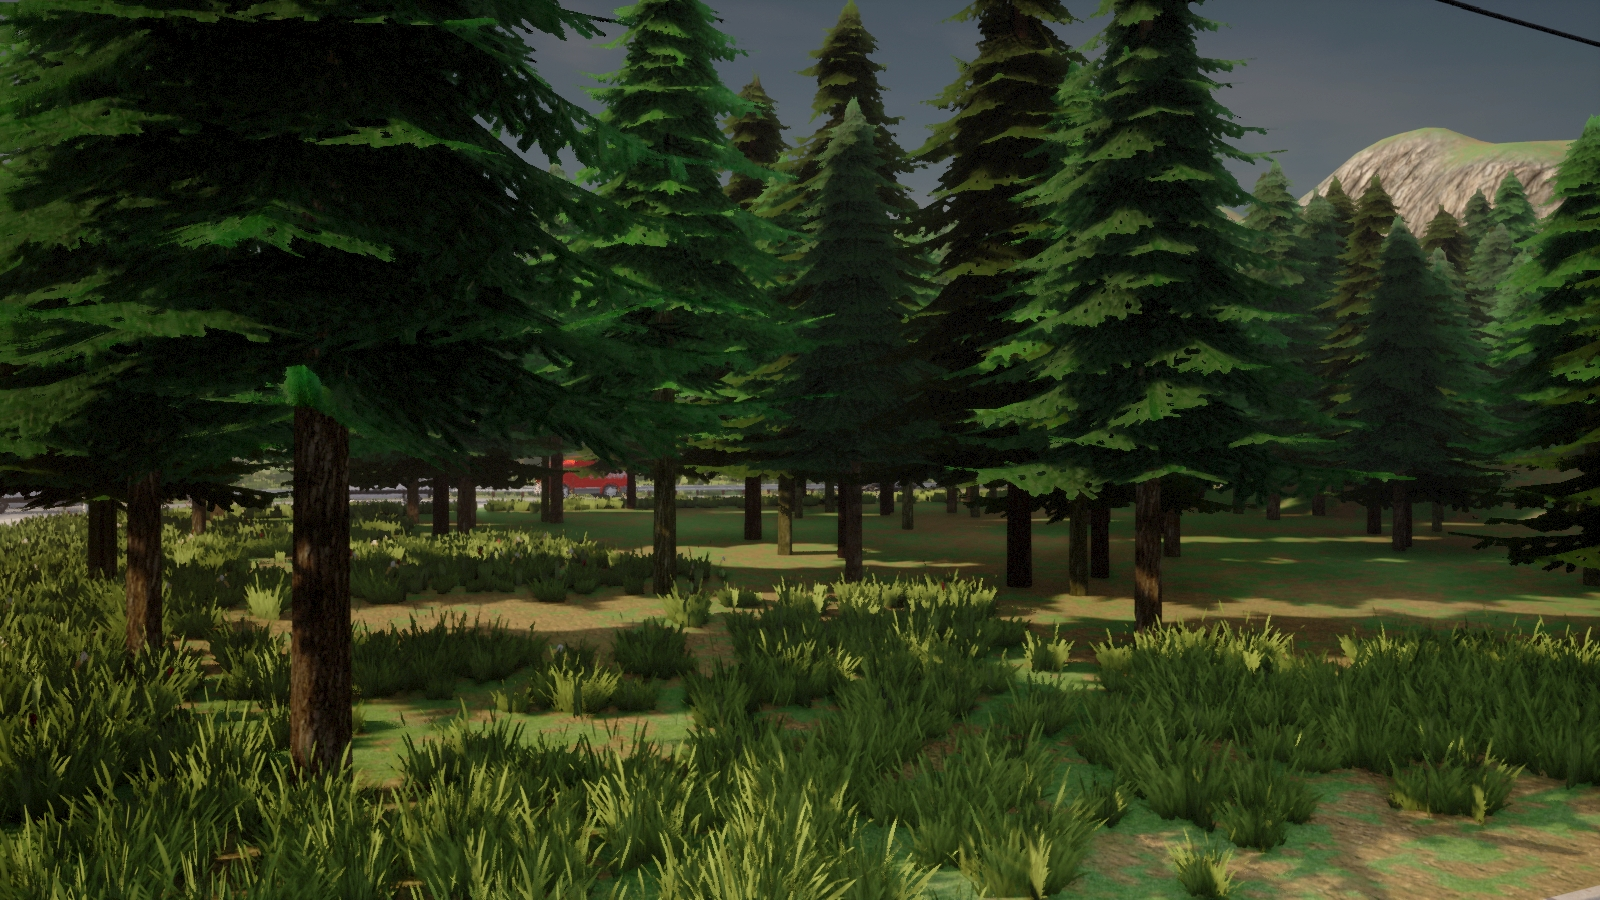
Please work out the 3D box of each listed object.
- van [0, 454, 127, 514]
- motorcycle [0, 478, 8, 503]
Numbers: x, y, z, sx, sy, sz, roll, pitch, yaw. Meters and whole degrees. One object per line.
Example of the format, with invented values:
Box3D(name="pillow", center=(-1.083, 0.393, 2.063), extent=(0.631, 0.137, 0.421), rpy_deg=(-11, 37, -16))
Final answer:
Box3D(name="van", center=(-34.101, 1.512, 51.877), extent=(5.915, 2.561, 1.988), rpy_deg=(-1, 0, -34))
Box3D(name="motorcycle", center=(-43.930, 2.205, 62.316), extent=(0.867, 1.251, 2.209), rpy_deg=(0, 0, -26))
